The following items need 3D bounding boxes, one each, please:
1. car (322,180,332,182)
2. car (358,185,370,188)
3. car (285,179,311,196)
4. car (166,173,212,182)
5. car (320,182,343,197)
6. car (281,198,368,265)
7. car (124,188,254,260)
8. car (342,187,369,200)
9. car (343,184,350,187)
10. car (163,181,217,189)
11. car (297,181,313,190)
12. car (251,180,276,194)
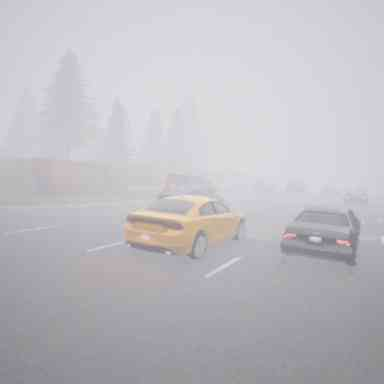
[{"bbox_3d":[28.567,-1.567,70.471,2.150,2.045,5.566,5,4,28],"label":"car"},{"bbox_3d":[28.982,-0.453,56.520,1.882,1.535,5.008,5,4,28],"label":"car"},{"bbox_3d":[13.400,-0.647,42.057,2.150,2.045,5.566,5,4,28],"label":"car"},{"bbox_3d":[0.006,-0.291,24.542,2.150,2.045,5.566,5,4,28],"label":"car"},{"bbox_3d":[18.260,-0.155,43.774,1.994,1.385,4.181,5,4,28],"label":"car"},{"bbox_3d":[4.165,1.116,10.231,2.033,1.411,5.357,5,4,28],"label":"car"},{"bbox_3d":[0.091,0.848,10.016,1.882,1.535,5.008,5,4,28],"label":"car"},{"bbox_3d":[15.119,0.513,30.582,1.895,1.301,4.718,5,4,28],"label":"car"},{"bbox_3d":[31.599,-1.007,68.784,1.812,1.442,4.674,5,4,28],"label":"car"},{"bbox_3d":[0.125,0.402,17.442,1.882,1.535,5.008,5,4,28],"label":"car"},{"bbox_3d":[22.907,-1.371,67.335,2.128,1.511,4.902,5,4,28],"label":"car"},{"bbox_3d":[8.946,-0.693,41.172,2.097,1.767,4.553,5,4,28],"label":"car"}]
